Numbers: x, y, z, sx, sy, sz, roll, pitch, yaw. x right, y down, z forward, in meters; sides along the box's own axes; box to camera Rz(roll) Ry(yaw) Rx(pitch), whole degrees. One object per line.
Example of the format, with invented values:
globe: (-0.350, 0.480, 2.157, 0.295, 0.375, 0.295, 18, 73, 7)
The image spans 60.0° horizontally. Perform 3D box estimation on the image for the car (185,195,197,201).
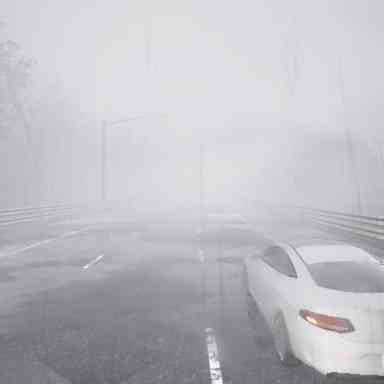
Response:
car: (-0.657, 1.620, 85.767, 2.033, 1.411, 5.357, 0, 0, 6)

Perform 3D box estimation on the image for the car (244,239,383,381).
car: (2.053, 1.527, 5.623, 1.812, 1.442, 4.674, 0, 0, 0)

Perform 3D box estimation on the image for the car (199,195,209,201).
car: (2.872, 1.675, 85.870, 1.895, 1.301, 4.718, 0, 0, 6)

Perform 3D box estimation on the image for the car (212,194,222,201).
car: (6.431, 1.436, 86.264, 2.097, 1.767, 4.553, 0, 0, 6)
